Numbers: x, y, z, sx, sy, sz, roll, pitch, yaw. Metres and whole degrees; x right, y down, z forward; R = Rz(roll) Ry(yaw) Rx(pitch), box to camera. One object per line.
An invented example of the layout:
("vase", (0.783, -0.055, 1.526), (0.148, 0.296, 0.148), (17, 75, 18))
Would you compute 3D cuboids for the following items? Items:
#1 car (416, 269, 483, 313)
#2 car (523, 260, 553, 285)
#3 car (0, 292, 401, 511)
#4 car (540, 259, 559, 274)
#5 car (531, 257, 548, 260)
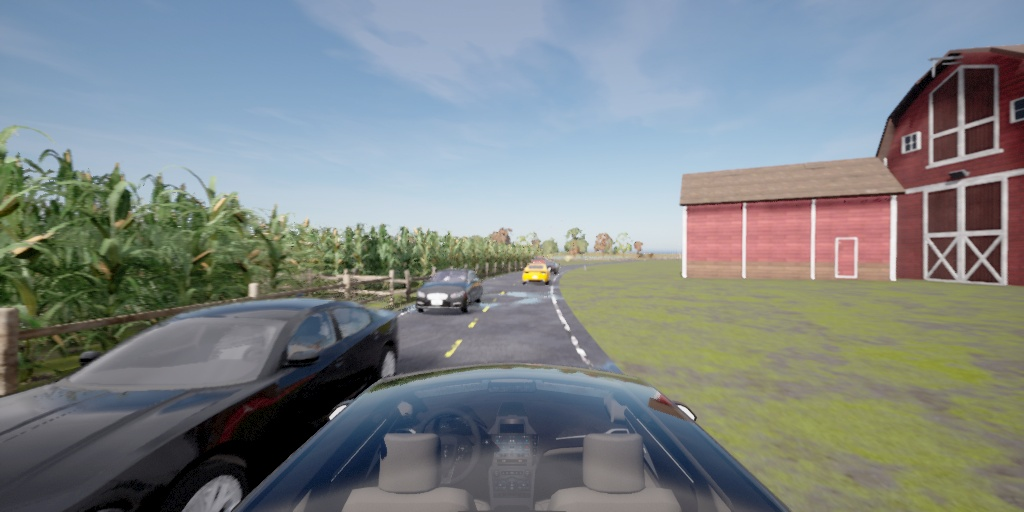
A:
("car", (-2.331, 1.284, 14.378), (2.128, 1.511, 4.902), (0, 0, 4))
("car", (1.946, 1.322, 27.805), (1.882, 1.535, 5.008), (0, 0, 8))
("car", (-2.743, 1.230, 3.793), (1.882, 1.535, 5.008), (0, 0, 1))
("car", (4.634, 1.407, 43.277), (1.812, 1.442, 4.674), (0, 0, 12))
("car", (4.201, 1.101, 54.069), (2.150, 2.045, 5.566), (1, 0, 15))
